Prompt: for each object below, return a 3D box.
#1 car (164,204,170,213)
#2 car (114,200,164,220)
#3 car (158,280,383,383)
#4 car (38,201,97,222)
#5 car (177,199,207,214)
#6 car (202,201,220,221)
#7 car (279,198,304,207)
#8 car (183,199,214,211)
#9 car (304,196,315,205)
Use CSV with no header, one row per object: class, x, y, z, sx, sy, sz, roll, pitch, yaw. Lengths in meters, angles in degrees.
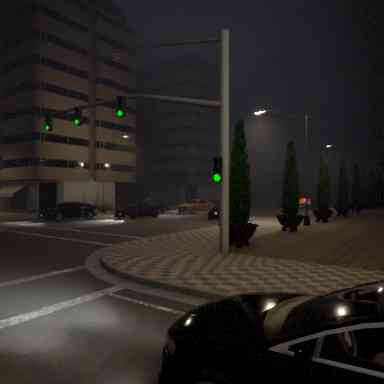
car,-4.531,1.612,35.438,2.033,1.411,5.357,0,0,35
car,-4.777,1.627,29.025,1.994,1.385,4.181,0,0,35
car,1.902,1.492,2.617,4.902,1.511,2.128,0,0,36
car,-10.153,1.569,27.483,1.837,1.490,4.892,0,0,35
car,0.375,1.541,36.312,1.882,1.535,5.008,0,0,35
car,3.024,1.624,27.588,1.994,1.385,4.181,0,0,35
car,14.615,1.553,50.052,2.128,1.511,4.902,0,0,35
car,0.923,1.628,43.126,1.994,1.385,4.181,0,0,36
car,20.303,1.414,58.478,2.097,1.767,4.553,0,0,32
